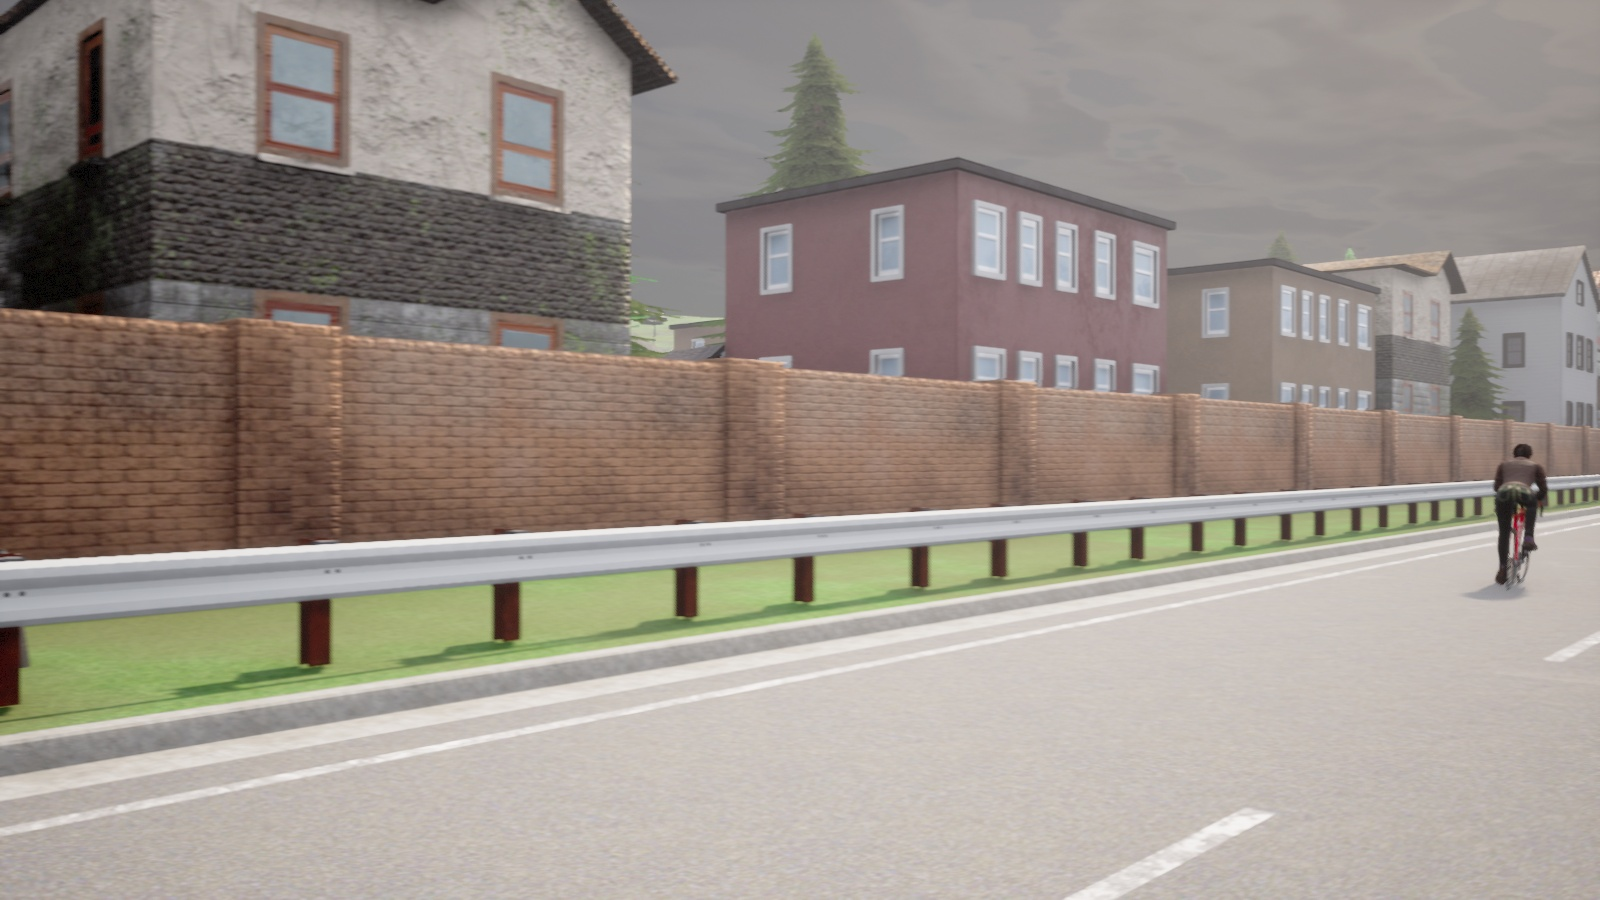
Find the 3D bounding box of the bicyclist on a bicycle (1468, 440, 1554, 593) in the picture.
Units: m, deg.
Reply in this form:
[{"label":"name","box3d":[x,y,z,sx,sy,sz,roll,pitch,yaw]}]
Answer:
[{"label":"bicyclist on a bicycle","box3d":[8.103,0.716,14.279,0.582,1.620,1.656,2,1,37]}]
